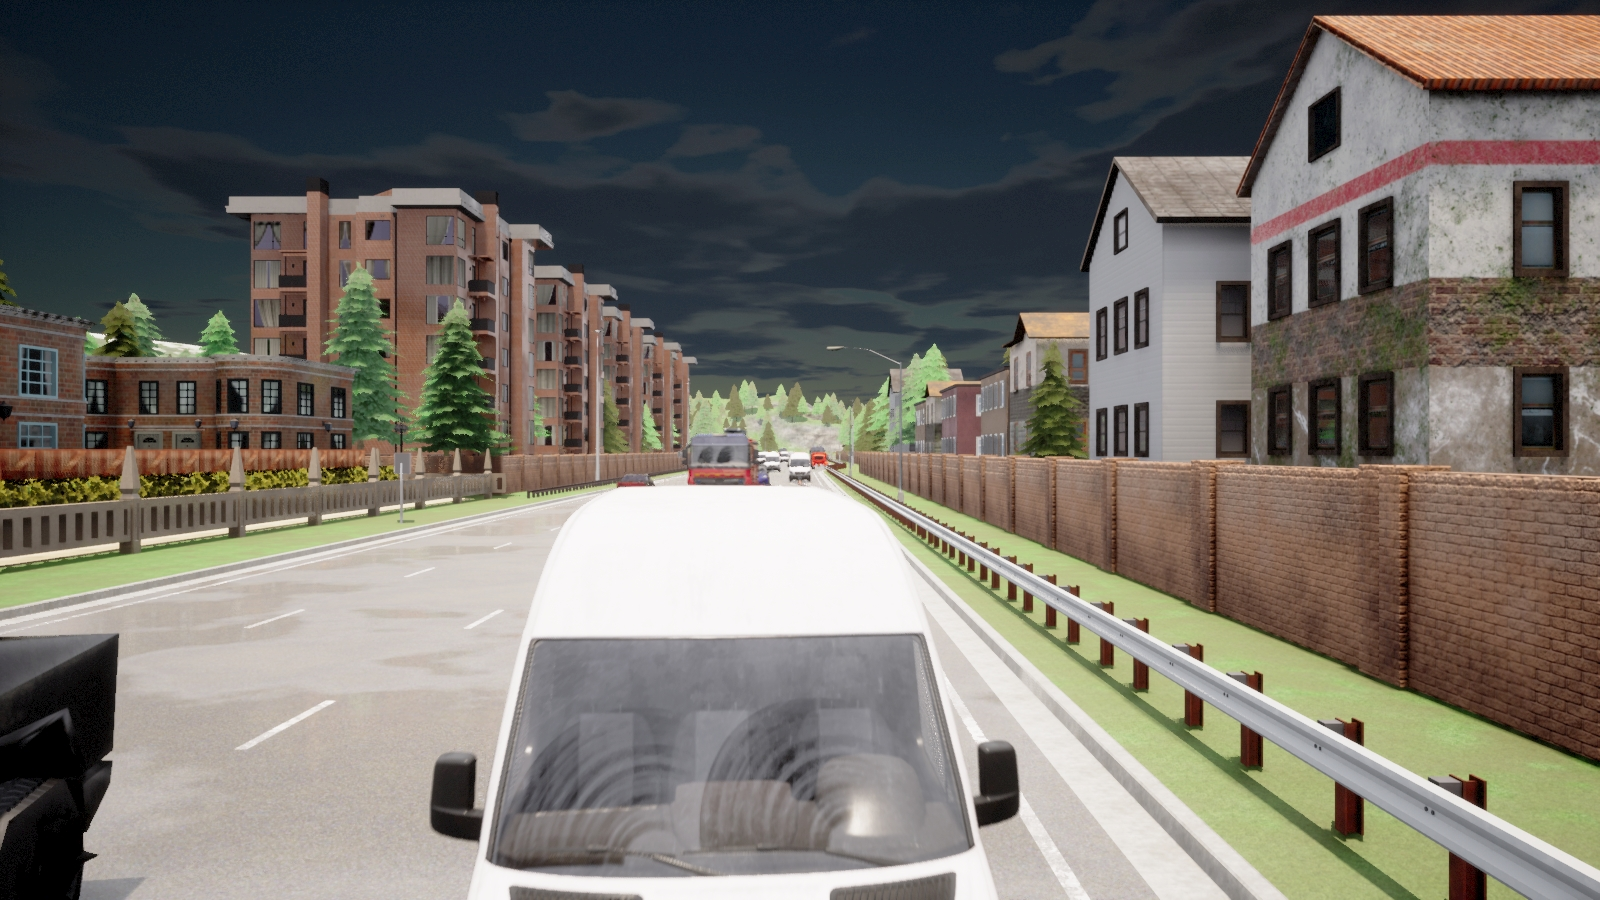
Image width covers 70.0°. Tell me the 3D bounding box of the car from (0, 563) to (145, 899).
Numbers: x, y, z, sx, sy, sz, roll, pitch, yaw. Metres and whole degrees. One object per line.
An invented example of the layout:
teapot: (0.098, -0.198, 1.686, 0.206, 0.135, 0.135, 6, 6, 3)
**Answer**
car: (-4.725, 1.757, 3.923, 2.390, 2.098, 6.274, 0, 0, -11)

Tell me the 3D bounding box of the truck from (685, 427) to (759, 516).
truck: (-3.498, 0.916, 53.277, 2.891, 3.827, 8.468, 0, 0, 0)

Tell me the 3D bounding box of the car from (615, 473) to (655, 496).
car: (-10.503, 2.189, 72.940, 1.895, 1.301, 4.718, 0, 0, 0)

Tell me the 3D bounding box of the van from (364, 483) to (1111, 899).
van: (-0.393, 1.538, 5.994, 1.988, 2.561, 5.915, 0, 0, -5)
